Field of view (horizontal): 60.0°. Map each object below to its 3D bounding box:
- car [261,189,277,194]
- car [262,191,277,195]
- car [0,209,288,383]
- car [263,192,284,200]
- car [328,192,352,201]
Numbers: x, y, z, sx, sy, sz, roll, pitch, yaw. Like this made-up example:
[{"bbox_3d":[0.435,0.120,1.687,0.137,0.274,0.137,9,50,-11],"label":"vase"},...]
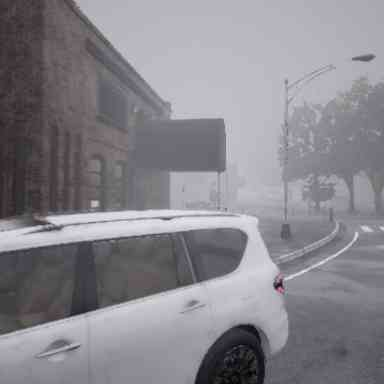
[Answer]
[{"bbox_3d":[22.562,0.843,92.579,4.553,1.767,2.185,-2,4,-11],"label":"car"},{"bbox_3d":[22.113,1.185,89.685,4.792,1.488,2.163,-2,3,-11],"label":"car"},{"bbox_3d":[-1.430,1.248,3.076,5.566,2.045,2.150,0,0,-38],"label":"car"},{"bbox_3d":[21.637,1.384,86.767,4.674,1.452,2.002,-2,3,-11],"label":"car"},{"bbox_3d":[38.652,1.393,85.737,5.008,1.535,2.097,0,4,-9],"label":"car"}]
